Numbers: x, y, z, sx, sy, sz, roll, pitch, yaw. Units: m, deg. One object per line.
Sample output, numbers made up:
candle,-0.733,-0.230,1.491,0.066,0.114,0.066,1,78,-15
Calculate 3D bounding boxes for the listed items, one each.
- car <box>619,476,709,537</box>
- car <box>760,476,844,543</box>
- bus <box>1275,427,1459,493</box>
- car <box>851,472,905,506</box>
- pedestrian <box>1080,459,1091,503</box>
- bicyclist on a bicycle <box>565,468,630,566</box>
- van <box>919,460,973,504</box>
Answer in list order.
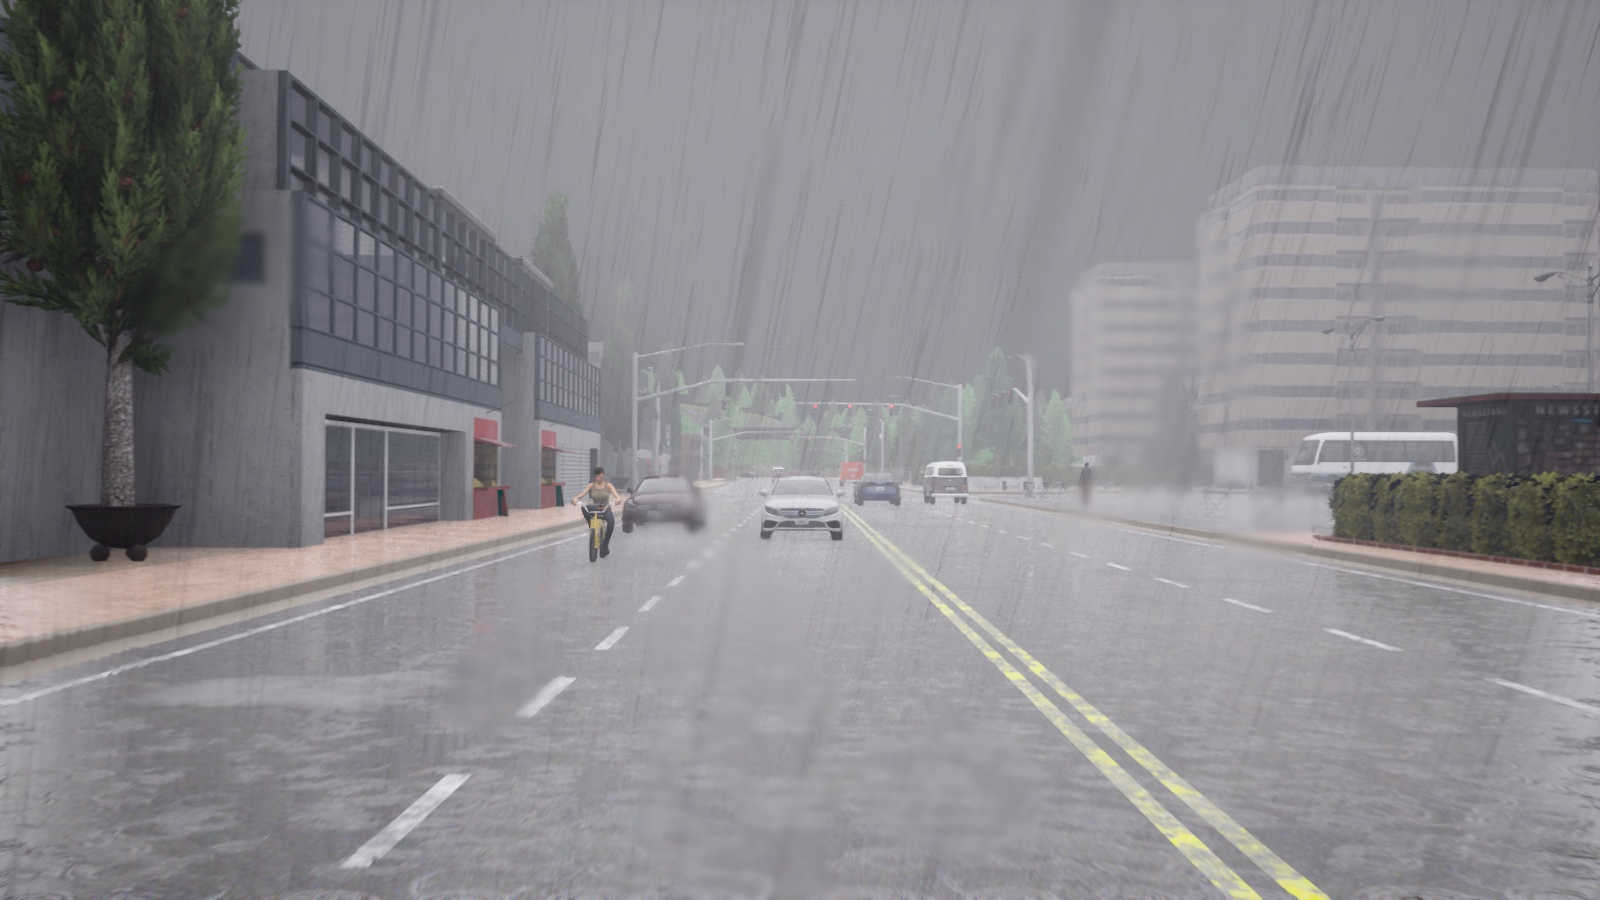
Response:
car,-3.445,1.401,32.629,1.812,1.442,4.674,0,-1,0
car,0.050,1.338,29.698,1.812,1.442,4.674,0,-1,0
bus,37.110,0.670,82.449,10.273,4.253,3.944,0,-1,-2
car,3.571,1.779,58.423,2.163,1.488,4.792,0,-1,0
pedestrian,12.021,1.310,52.826,0.353,1.847,0.614,0,-1,6
bicyclist on a bicycle,-3.456,1.126,21.539,0.866,1.612,1.509,0,-1,0
van,7.046,1.533,61.089,2.069,2.038,4.480,0,-1,0
